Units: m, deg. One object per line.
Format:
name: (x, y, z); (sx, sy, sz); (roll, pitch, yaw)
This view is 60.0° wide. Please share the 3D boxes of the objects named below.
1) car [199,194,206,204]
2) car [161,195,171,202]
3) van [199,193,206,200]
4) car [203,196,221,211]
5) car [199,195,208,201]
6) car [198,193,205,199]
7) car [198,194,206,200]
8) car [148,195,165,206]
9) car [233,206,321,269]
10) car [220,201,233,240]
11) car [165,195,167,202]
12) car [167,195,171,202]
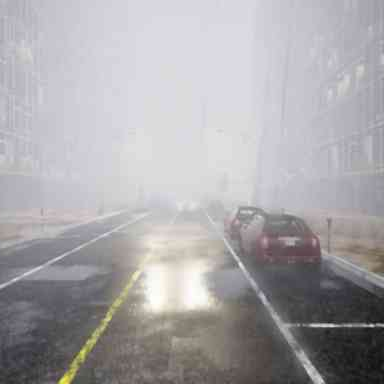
car: (2.688, 1.455, 56.616); (1.947, 1.339, 4.313); (0, 0, 0)
car: (-5.694, 1.406, 73.700); (1.947, 1.339, 4.313); (0, 0, 0)
van: (2.686, 1.145, 85.078); (1.690, 1.788, 3.998); (0, 0, 0)
car: (2.689, 1.477, 39.539); (1.887, 1.381, 4.507); (0, 0, 0)
car: (2.686, 1.388, 79.384); (1.947, 1.339, 4.313); (0, 0, 0)
car: (2.687, 1.423, 68.000); (1.947, 1.339, 4.313); (0, 0, 0)
car: (2.686, 1.225, 90.769); (1.967, 1.590, 4.097); (0, 0, 0)
car: (-5.692, 1.449, 50.929); (1.887, 1.381, 4.507); (0, 0, 0)
car: (2.691, 1.424, 11.077); (1.967, 1.590, 4.097); (0, 0, 0)
car: (2.690, 1.415, 16.769); (1.967, 1.590, 4.097); (0, 0, 0)
car: (-5.693, 1.471, 56.623); (1.802, 1.307, 4.206); (0, 0, 0)
car: (-5.694, 1.401, 68.008); (1.887, 1.381, 4.507); (0, 0, 0)
